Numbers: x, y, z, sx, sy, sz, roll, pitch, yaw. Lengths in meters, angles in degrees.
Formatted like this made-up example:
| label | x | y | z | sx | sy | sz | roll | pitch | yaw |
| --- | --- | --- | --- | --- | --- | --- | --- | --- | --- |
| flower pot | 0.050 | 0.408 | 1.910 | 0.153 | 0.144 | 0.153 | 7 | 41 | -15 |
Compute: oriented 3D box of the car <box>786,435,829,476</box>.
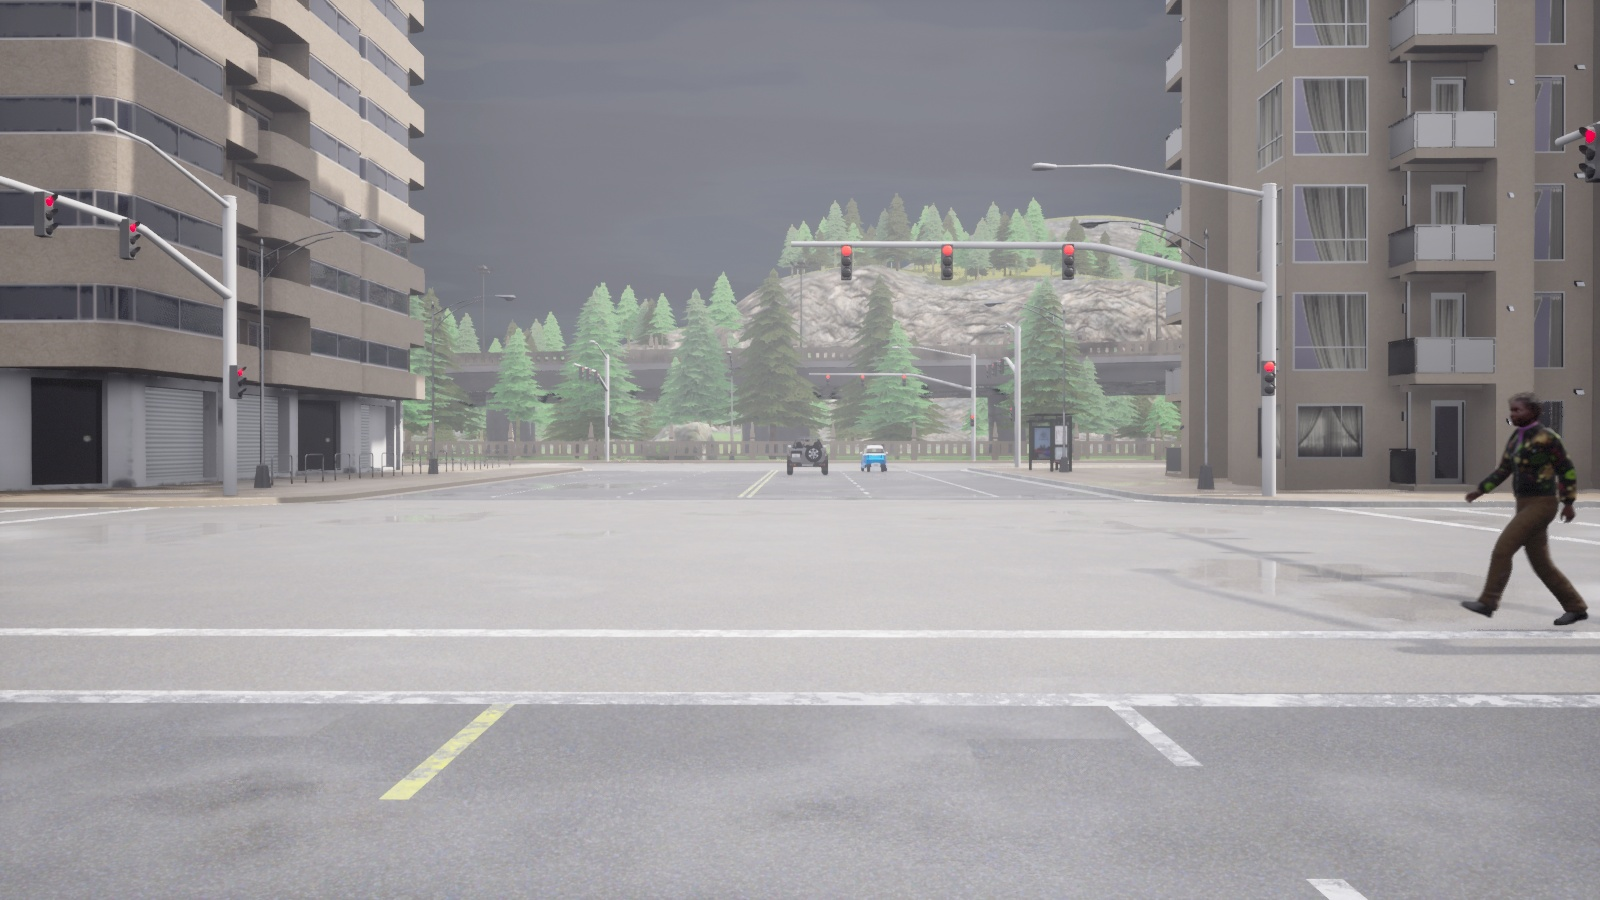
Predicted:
| label | x | y | z | sx | sy | sz | roll | pitch | yaw |
| --- | --- | --- | --- | --- | --- | --- | --- | --- | --- |
| car | 0.350 | 0.229 | 59.258 | 1.932 | 1.855 | 4.605 | 0 | 0 | 0 |

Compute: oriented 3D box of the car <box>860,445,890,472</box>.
| label | x | y | z | sx | sy | sz | roll | pitch | yaw |
| --- | --- | --- | --- | --- | --- | --- | --- | --- | --- |
| car | 3.885 | 0.436 | 65.278 | 1.481 | 1.376 | 2.207 | 0 | 1 | 1 |

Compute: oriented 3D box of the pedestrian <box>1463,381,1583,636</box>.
| label | x | y | z | sx | sy | sz | roll | pitch | yaw |
| --- | --- | --- | --- | --- | --- | --- | --- | --- | --- |
| pedestrian | 5.564 | 0.441 | 9.681 | 0.692 | 1.930 | 0.395 | 0 | 0 | 2 |
